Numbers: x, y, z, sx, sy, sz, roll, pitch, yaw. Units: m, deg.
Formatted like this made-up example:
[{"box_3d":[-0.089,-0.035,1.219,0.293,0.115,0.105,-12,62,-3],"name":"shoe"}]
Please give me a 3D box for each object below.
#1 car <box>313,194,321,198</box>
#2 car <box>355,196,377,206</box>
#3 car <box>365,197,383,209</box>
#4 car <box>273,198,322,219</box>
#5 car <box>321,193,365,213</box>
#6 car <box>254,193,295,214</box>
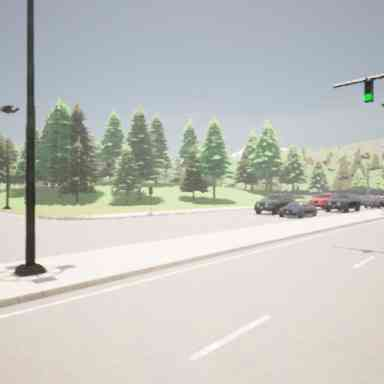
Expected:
[{"box_3d":[16.729,1.160,41.691,2.150,2.045,5.566,0,0,45],"name":"car"},{"box_3d":[27.682,1.458,52.824,1.812,1.442,4.674,0,0,45],"name":"car"},{"box_3d":[24.998,1.470,45.139,4.674,1.442,1.812,0,0,-45],"name":"car"},{"box_3d":[9.328,1.518,29.135,1.994,1.385,4.181,0,0,44],"name":"car"},{"box_3d":[16.788,1.171,36.779,5.566,2.045,2.150,0,0,-45],"name":"car"},{"box_3d":[8.467,1.166,33.266,2.150,2.045,5.566,0,0,44],"name":"car"}]
